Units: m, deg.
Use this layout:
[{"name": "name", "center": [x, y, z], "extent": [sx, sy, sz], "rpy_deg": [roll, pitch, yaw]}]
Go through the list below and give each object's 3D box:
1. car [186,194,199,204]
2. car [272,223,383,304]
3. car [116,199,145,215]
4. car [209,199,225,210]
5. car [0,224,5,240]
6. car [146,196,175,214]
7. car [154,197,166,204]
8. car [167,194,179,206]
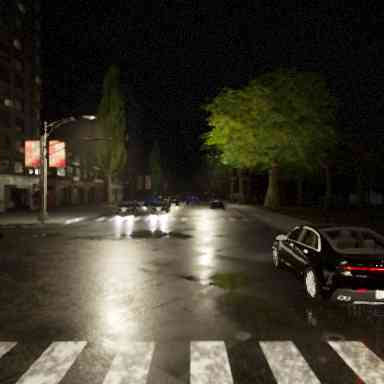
[{"name": "car", "center": [0.104, 1.346, 64.894], "extent": [2.150, 2.045, 5.566], "rpy_deg": [0, 0, 0]}, {"name": "car", "center": [3.349, 1.518, 8.212], "extent": [1.837, 1.490, 4.892], "rpy_deg": [0, 0, 0]}, {"name": "car", "center": [-6.589, 1.538, 34.657], "extent": [2.128, 1.511, 4.902], "rpy_deg": [0, 0, 0]}, {"name": "car", "center": [3.352, 1.613, 45.110], "extent": [2.033, 1.411, 5.357], "rpy_deg": [0, 0, 0]}, {"name": "car", "center": [-10.215, 1.440, 12.742], "extent": [5.357, 1.411, 2.033], "rpy_deg": [2, 1, 0]}, {"name": "car", "center": [-3.328, 1.541, 36.214], "extent": [2.128, 1.511, 4.902], "rpy_deg": [0, 0, 1]}, {"name": "car", "center": [-6.497, 1.650, 68.363], "extent": [1.994, 1.385, 4.181], "rpy_deg": [0, 0, 0]}, {"name": "car", "center": [-3.270, 1.318, 55.468], "extent": [2.150, 2.045, 5.566], "rpy_deg": [0, -1, 0]}]
